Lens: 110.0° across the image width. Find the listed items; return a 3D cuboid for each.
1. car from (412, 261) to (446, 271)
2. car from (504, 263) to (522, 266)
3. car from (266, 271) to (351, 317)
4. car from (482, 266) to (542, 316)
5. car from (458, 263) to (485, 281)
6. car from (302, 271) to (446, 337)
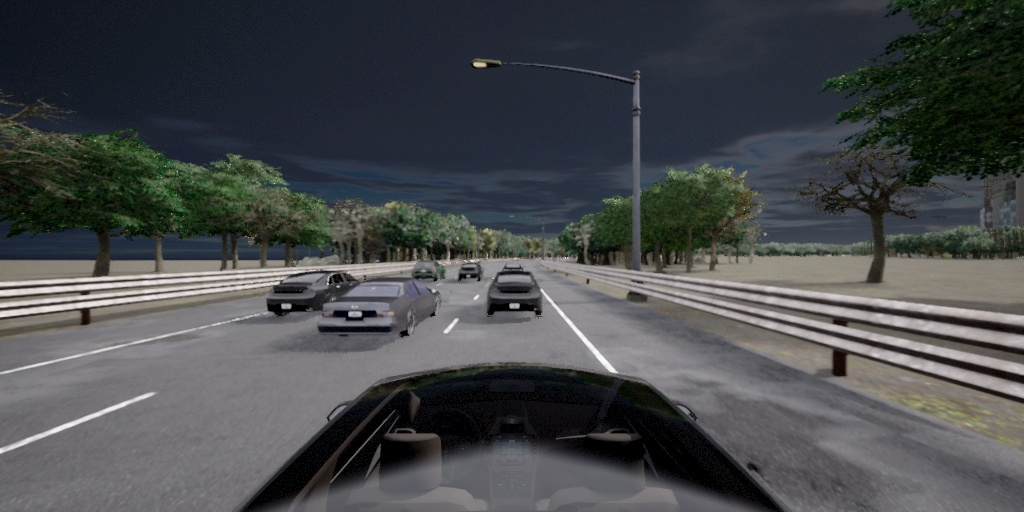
[{"bbox_3d":[-6.913,1.175,30.161,2.097,1.767,4.553,0,0,0],"label":"car"},{"bbox_3d":[0.085,1.315,30.382,2.128,1.511,4.902,0,0,0],"label":"car"},{"bbox_3d":[-6.913,1.288,13.411,1.837,1.490,4.892,0,0,0],"label":"car"},{"bbox_3d":[0.088,1.288,13.472,1.837,1.490,4.892,0,0,0],"label":"car"},{"bbox_3d":[-3.412,1.329,30.546,1.837,1.490,4.892,0,0,0],"label":"car"},{"bbox_3d":[-3.418,1.322,10.335,2.033,1.411,5.357,0,0,0],"label":"car"}]
